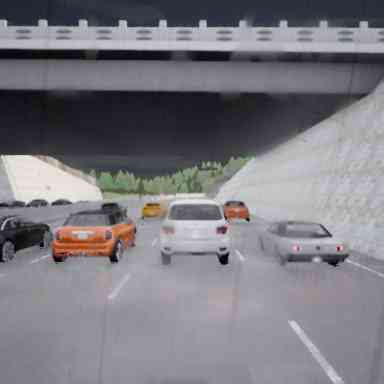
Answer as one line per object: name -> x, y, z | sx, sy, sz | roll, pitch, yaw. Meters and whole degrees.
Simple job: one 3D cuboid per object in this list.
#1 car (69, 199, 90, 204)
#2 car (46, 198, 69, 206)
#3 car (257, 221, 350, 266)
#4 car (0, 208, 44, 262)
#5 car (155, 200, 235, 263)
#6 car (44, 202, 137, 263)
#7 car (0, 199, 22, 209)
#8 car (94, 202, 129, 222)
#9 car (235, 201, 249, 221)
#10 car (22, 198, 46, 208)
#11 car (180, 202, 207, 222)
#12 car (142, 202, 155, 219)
car -> -17.578, 1.857, 53.553 | 1.994, 1.385, 4.181 | 0, 0, 0
car -> -21.074, 1.772, 53.702 | 1.882, 1.535, 5.008 | 0, 0, 0
car -> 3.599, 1.666, 11.785 | 1.895, 1.301, 4.718 | 0, 0, 0
car -> -6.901, 1.559, 12.280 | 2.128, 1.511, 4.902 | 0, 0, 0
car -> 0.100, 1.290, 12.330 | 2.150, 2.045, 5.566 | 0, 0, 0
car -> -3.402, 1.421, 12.470 | 2.097, 1.767, 4.553 | 0, 0, 0
car -> -28.067, 1.833, 52.095 | 2.033, 1.411, 5.357 | 0, 0, 1
car -> -6.903, 1.665, 29.086 | 1.837, 1.490, 4.892 | 0, 0, 0
car -> 3.597, 1.510, 28.748 | 2.097, 1.767, 4.553 | 0, 0, 0
car -> -24.570, 1.795, 53.155 | 1.837, 1.490, 4.892 | 0, 0, 0
car -> 0.097, 1.651, 29.002 | 2.128, 1.511, 4.902 | 0, 0, 0
car -> -3.403, 1.646, 30.579 | 1.882, 1.535, 5.008 | 0, 0, 0
